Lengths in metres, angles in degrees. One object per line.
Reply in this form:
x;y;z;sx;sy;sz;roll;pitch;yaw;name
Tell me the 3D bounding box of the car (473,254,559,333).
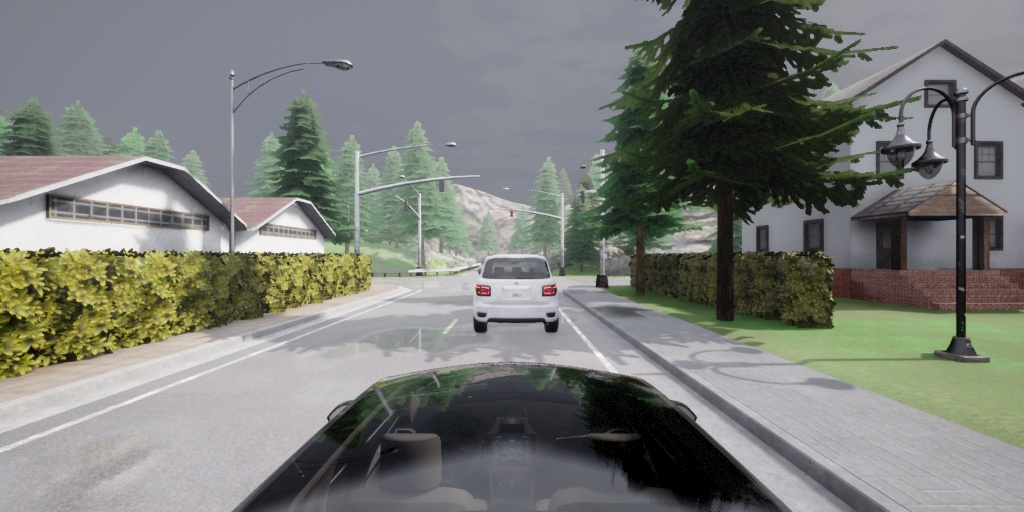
0.106;0.971;10.912;2.150;2.045;5.566;0;0;0;car
